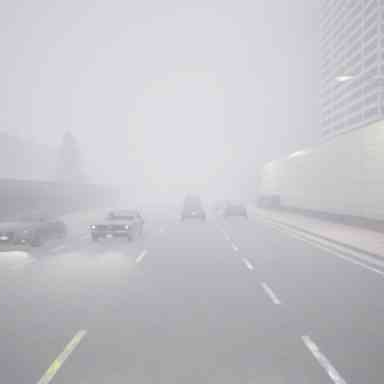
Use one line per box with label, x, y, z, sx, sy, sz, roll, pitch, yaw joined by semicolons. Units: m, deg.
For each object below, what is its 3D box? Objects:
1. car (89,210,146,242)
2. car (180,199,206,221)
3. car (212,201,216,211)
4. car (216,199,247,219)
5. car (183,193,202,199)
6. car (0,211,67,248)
car;-3.529;1.589;16.511;1.895;1.301;4.718;0;0;0
car;0.075;1.543;26.864;1.994;1.385;4.181;0;0;-1
car;3.557;1.534;40.414;1.994;1.385;4.181;0;0;-1
car;3.566;1.470;28.710;2.128;1.511;4.902;0;0;0
car;0.045;1.191;40.991;2.150;2.045;5.566;0;0;0
car;-7.105;1.555;14.576;1.994;1.385;4.181;0;0;0
